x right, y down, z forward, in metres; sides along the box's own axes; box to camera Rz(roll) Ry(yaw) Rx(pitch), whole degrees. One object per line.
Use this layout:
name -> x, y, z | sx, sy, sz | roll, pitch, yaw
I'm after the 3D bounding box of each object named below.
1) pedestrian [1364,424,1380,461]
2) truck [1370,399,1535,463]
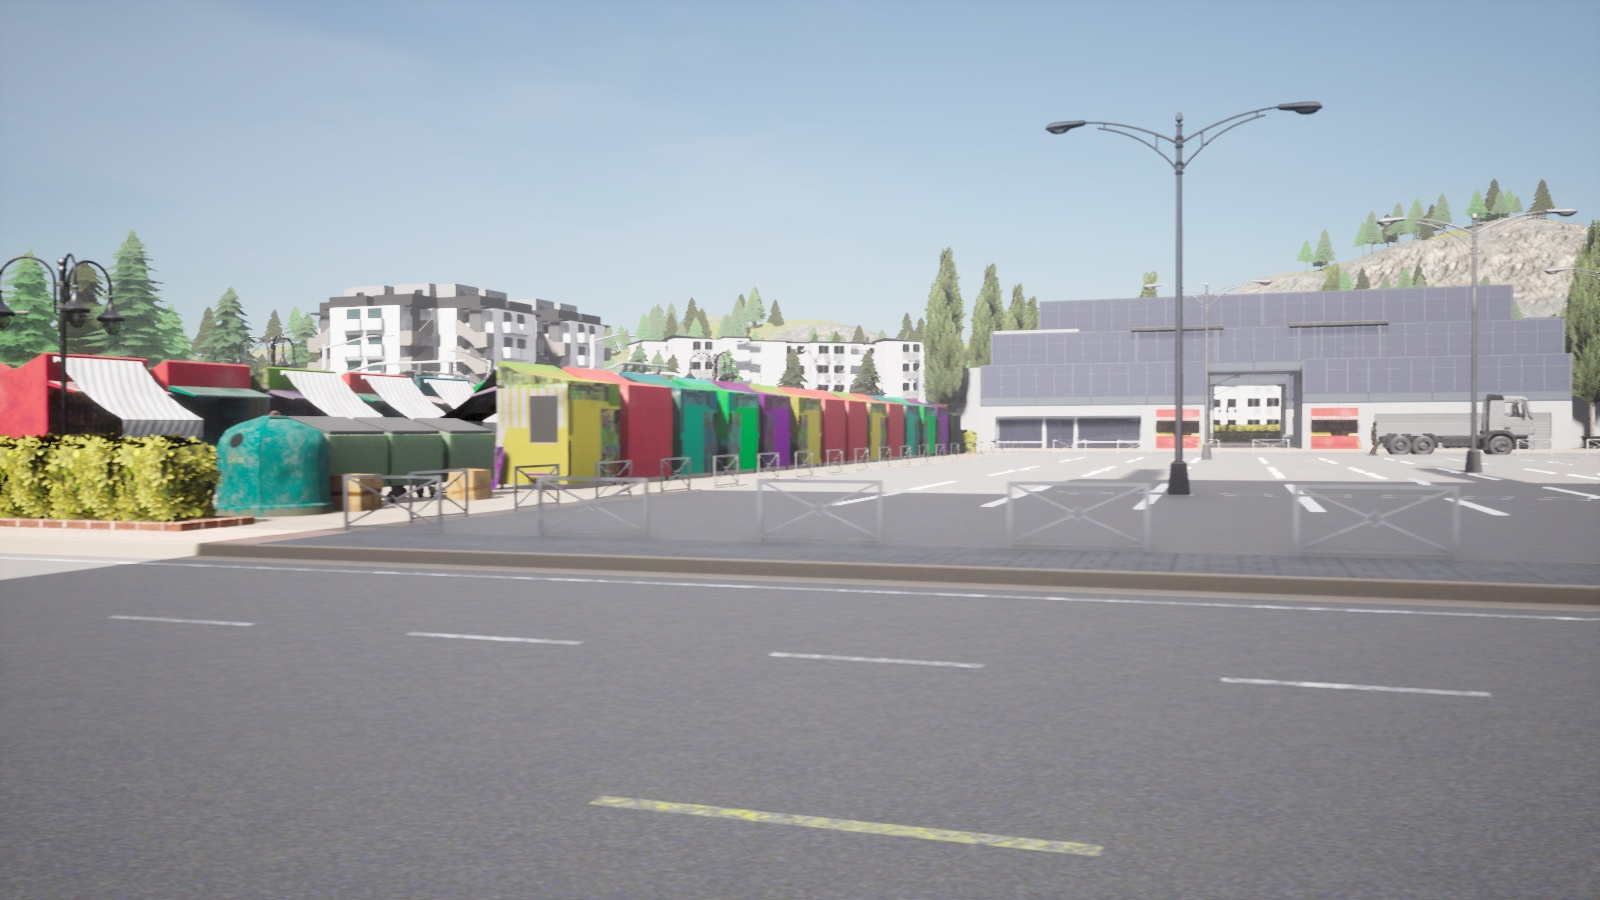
pedestrian -> 30.016, -0.404, 65.889 | 0.692, 1.930, 0.395 | 1, 1, 30
truck -> 36.620, -1.096, 70.787 | 7.936, 3.462, 2.891 | 1, 1, 20
